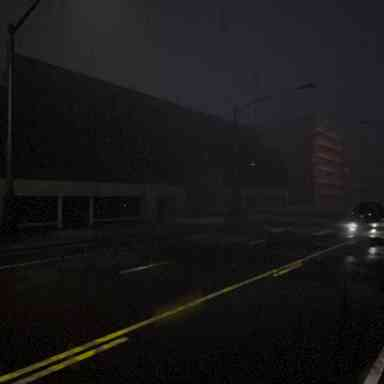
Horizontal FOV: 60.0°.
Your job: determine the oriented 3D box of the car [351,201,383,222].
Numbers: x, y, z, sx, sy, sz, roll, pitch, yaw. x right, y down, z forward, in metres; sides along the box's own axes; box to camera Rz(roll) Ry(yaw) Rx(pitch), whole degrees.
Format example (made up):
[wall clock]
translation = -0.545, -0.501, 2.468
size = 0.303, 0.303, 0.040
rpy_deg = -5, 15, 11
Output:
[car]
translation = 14.273, 1.535, 26.821
size = 1.837, 1.490, 4.892
rpy_deg = -1, 0, 40
